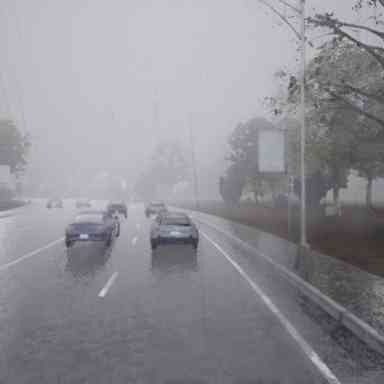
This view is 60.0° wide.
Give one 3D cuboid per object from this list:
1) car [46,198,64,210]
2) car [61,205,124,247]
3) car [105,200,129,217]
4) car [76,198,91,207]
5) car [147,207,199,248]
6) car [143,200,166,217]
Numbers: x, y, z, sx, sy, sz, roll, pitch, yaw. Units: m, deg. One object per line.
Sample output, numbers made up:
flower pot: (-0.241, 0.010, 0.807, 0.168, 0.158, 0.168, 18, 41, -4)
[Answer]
car: (-17.895, 1.500, 43.611, 2.128, 1.511, 4.902, 0, 0, -18)
car: (-4.374, 1.532, 15.040, 1.812, 1.442, 4.674, 0, 0, -6)
car: (-7.082, 1.514, 31.333, 1.837, 1.490, 4.892, 0, 0, -12)
car: (-14.839, 1.536, 45.533, 1.812, 1.442, 4.674, 0, 0, -19)
car: (-0.853, 1.566, 14.814, 1.994, 1.385, 4.181, 0, 0, -6)
car: (-3.486, 1.498, 31.227, 2.128, 1.511, 4.902, 0, 0, -12)
